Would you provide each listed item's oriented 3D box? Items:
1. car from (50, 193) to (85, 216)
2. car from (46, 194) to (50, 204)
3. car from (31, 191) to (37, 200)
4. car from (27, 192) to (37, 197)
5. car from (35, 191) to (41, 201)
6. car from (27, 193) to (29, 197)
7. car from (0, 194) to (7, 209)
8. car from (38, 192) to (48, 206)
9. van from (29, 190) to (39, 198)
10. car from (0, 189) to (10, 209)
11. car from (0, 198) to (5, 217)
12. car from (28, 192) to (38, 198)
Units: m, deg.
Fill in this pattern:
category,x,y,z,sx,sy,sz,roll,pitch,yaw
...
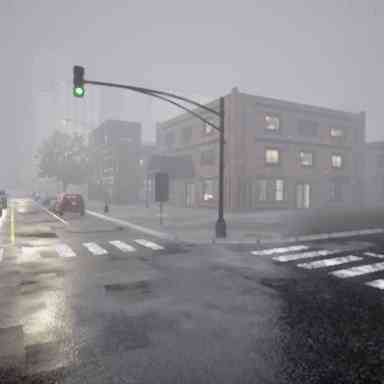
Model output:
category,x,y,z,sx,sy,sz,roll,pitch,yaw
car,-10.353,0.984,28.050,2.192,1.841,5.009,0,0,-28
car,-12.981,1.172,32.913,1.947,1.339,4.313,0,0,-28
car,-26.108,0.883,57.219,1.802,1.307,4.206,0,0,-28
car,-39.236,0.582,81.527,1.947,1.339,4.313,0,0,-28
car,-20.858,0.971,47.497,2.008,1.369,4.403,0,0,-28
car,-34.065,0.653,71.953,1.752,1.417,4.829,0,0,-28
car,-15.842,1.158,26.093,1.812,1.442,4.674,0,1,-28
car,-18.232,1.047,42.637,1.947,1.339,4.313,0,0,-28
van,-31.357,0.527,66.941,1.690,1.788,3.998,0,0,-28
car,-20.819,0.734,35.454,2.150,2.045,5.566,0,1,-28
car,-11.376,1.289,17.773,2.033,1.411,5.357,0,1,-28
car,-36.610,0.655,76.665,1.802,1.307,4.206,0,0,-28
